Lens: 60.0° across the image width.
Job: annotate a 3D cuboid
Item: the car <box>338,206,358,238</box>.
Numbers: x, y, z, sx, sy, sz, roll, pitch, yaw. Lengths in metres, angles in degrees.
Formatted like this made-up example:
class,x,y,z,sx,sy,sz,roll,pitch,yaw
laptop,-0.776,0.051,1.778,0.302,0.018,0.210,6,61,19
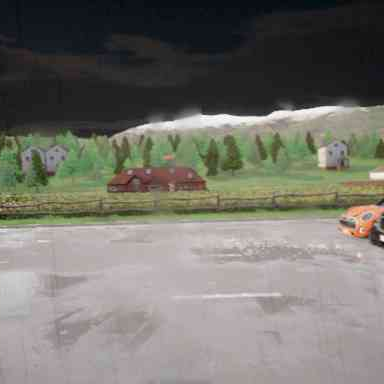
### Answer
class,x,y,z,sx,sy,sz,roll,pitch,yaw
car,7.624,0.728,11.696,4.553,1.767,2.097,-2,2,1

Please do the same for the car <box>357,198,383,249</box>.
class,x,y,z,sx,sy,sz,roll,pitch,yaw
car,7.483,0.710,8.195,5.566,2.045,2.150,-2,2,1
